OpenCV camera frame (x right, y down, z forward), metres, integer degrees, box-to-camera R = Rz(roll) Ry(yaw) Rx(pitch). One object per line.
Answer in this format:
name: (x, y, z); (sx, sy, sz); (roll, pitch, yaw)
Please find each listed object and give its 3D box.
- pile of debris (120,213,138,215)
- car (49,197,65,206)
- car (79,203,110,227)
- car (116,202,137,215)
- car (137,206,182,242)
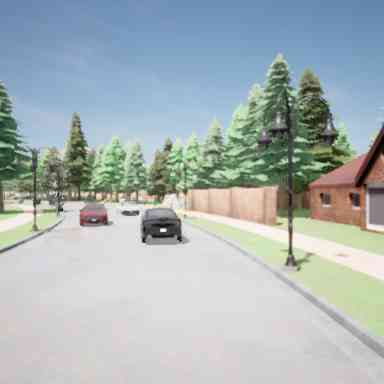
pile of debris: (-6.614, 2.287, 34.839); (1.500, 0.140, 1.860); (0, 0, -20)
car: (-24.713, 1.746, 60.873); (1.837, 1.490, 4.892); (0, 0, -35)
car: (-7.079, 1.566, 24.145); (1.882, 1.535, 5.008); (0, 0, -16)
car: (-6.864, 1.715, 35.451); (1.895, 1.301, 4.718); (0, 0, -21)
car: (-1.667, 1.525, 16.929); (1.882, 1.535, 5.008); (0, 0, -10)
